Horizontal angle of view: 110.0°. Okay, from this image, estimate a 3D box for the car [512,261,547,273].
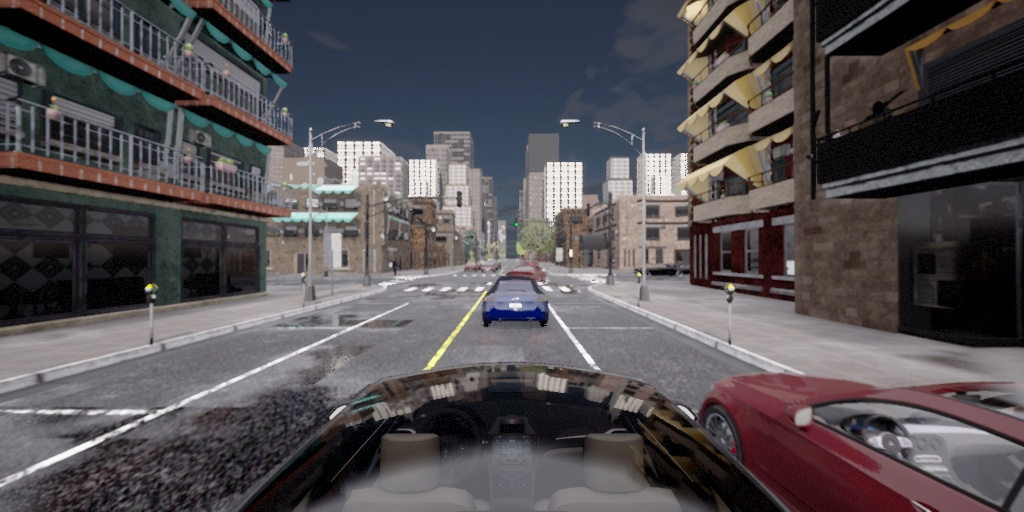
[{"bbox_3d":[1.136,1.313,24.191,1.882,1.535,5.008,-1,0,17],"label":"car"}]

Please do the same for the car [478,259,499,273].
[{"bbox_3d":[-3.078,1.467,47.578,1.812,1.442,4.674,0,0,0],"label":"car"}]

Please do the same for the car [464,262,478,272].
[{"bbox_3d":[-5.769,1.503,51.091,1.888,1.381,4.507,0,0,0],"label":"car"}]

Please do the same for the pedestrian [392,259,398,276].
[{"bbox_3d":[-12.505,1.184,38.354,0.375,1.860,0.375,0,0,0],"label":"pedestrian"}]

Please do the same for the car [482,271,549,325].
[{"bbox_3d":[0.100,1.353,11.948,1.994,1.385,4.181,0,0,0],"label":"car"}]

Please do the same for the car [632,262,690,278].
[{"bbox_3d":[13.566,1.304,32.822,4.718,1.301,1.895,-1,0,0],"label":"car"}]

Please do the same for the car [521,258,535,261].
[{"bbox_3d":[2.700,1.300,56.610,2.192,1.841,5.009,0,0,0],"label":"car"}]

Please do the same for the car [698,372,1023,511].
[{"bbox_3d":[2.691,1.332,1.860,1.802,1.307,4.207,0,0,0],"label":"car"}]

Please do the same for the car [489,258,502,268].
[{"bbox_3d":[-3.070,1.478,56.868,2.128,1.511,4.902,0,0,0],"label":"car"}]
